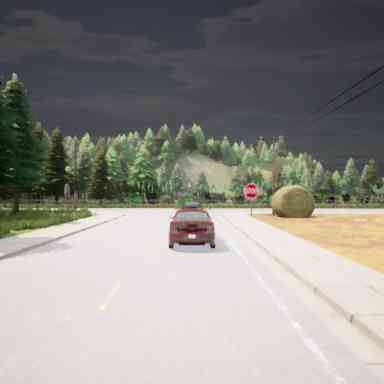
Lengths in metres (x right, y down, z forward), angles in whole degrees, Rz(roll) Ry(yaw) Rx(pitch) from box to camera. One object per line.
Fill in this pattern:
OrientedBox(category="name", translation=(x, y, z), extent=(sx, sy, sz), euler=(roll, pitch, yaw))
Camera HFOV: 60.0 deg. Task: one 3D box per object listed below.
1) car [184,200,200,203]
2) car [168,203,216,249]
OrientedBox(category="car", translation=(0.000, 1.514, 29.650), extent=(1.837, 1.490, 4.892), euler=(0, 0, 0))
OrientedBox(category="car", translation=(0.000, 1.482, 14.650), extent=(1.882, 1.535, 5.008), euler=(0, 0, 0))
